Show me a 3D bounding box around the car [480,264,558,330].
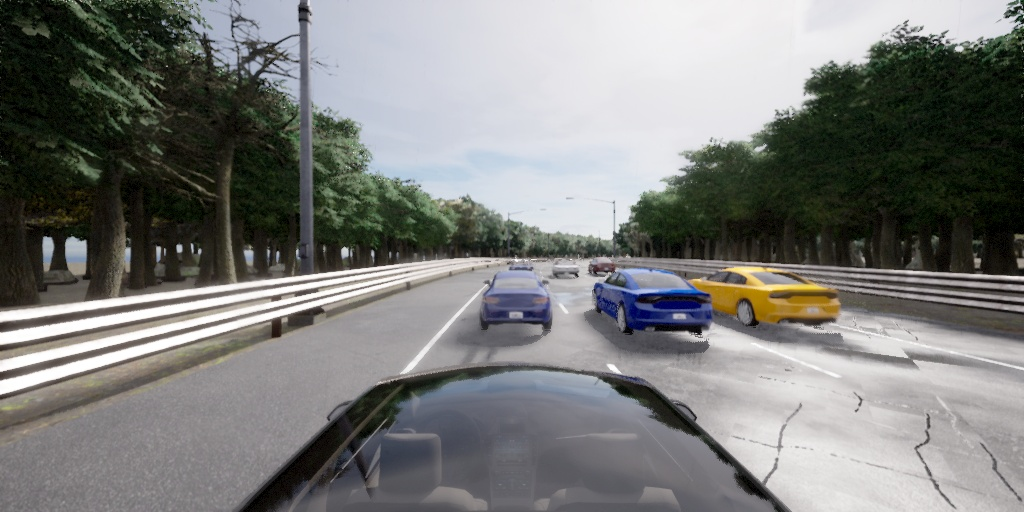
[{"bbox_3d":[0.127,1.145,10.492,1.812,1.442,4.674,0,1,1],"label":"car"}]

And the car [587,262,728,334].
[{"bbox_3d":[3.624,1.101,10.142,1.882,1.535,5.008,0,1,1],"label":"car"}]

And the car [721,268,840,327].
[{"bbox_3d":[7.138,1.088,10.924,1.882,1.535,5.008,0,1,1],"label":"car"}]

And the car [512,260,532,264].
[{"bbox_3d":[0.834,0.997,29.622,1.895,1.301,4.718,0,0,3],"label":"car"}]

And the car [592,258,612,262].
[{"bbox_3d":[8.026,0.903,32.121,1.812,1.442,4.674,0,0,4],"label":"car"}]

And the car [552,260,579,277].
[{"bbox_3d":[4.333,0.995,29.513,1.895,1.301,4.718,0,0,3],"label":"car"}]
